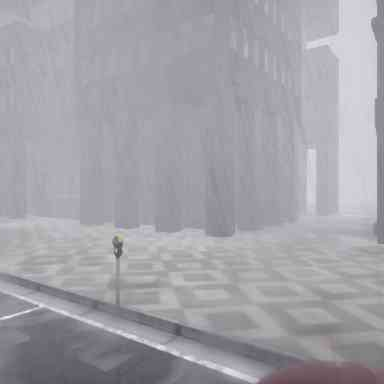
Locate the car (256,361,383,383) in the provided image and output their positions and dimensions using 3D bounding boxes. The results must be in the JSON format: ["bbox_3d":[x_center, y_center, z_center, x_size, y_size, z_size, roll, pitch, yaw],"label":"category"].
[{"bbox_3d":[2.156,1.580,1.426,4.206,1.307,1.802,0,0,36],"label":"car"}]
